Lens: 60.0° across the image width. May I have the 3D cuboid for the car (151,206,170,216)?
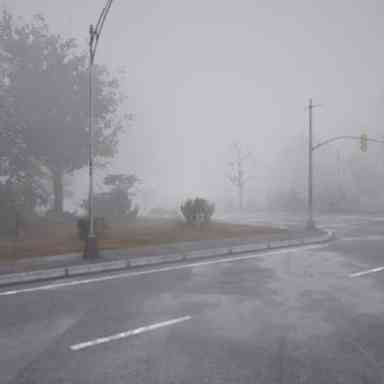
[{"bbox_3d":[-4.471,2.869,50.733,2.033,1.411,5.357,0,-3,-32],"label":"car"}]
